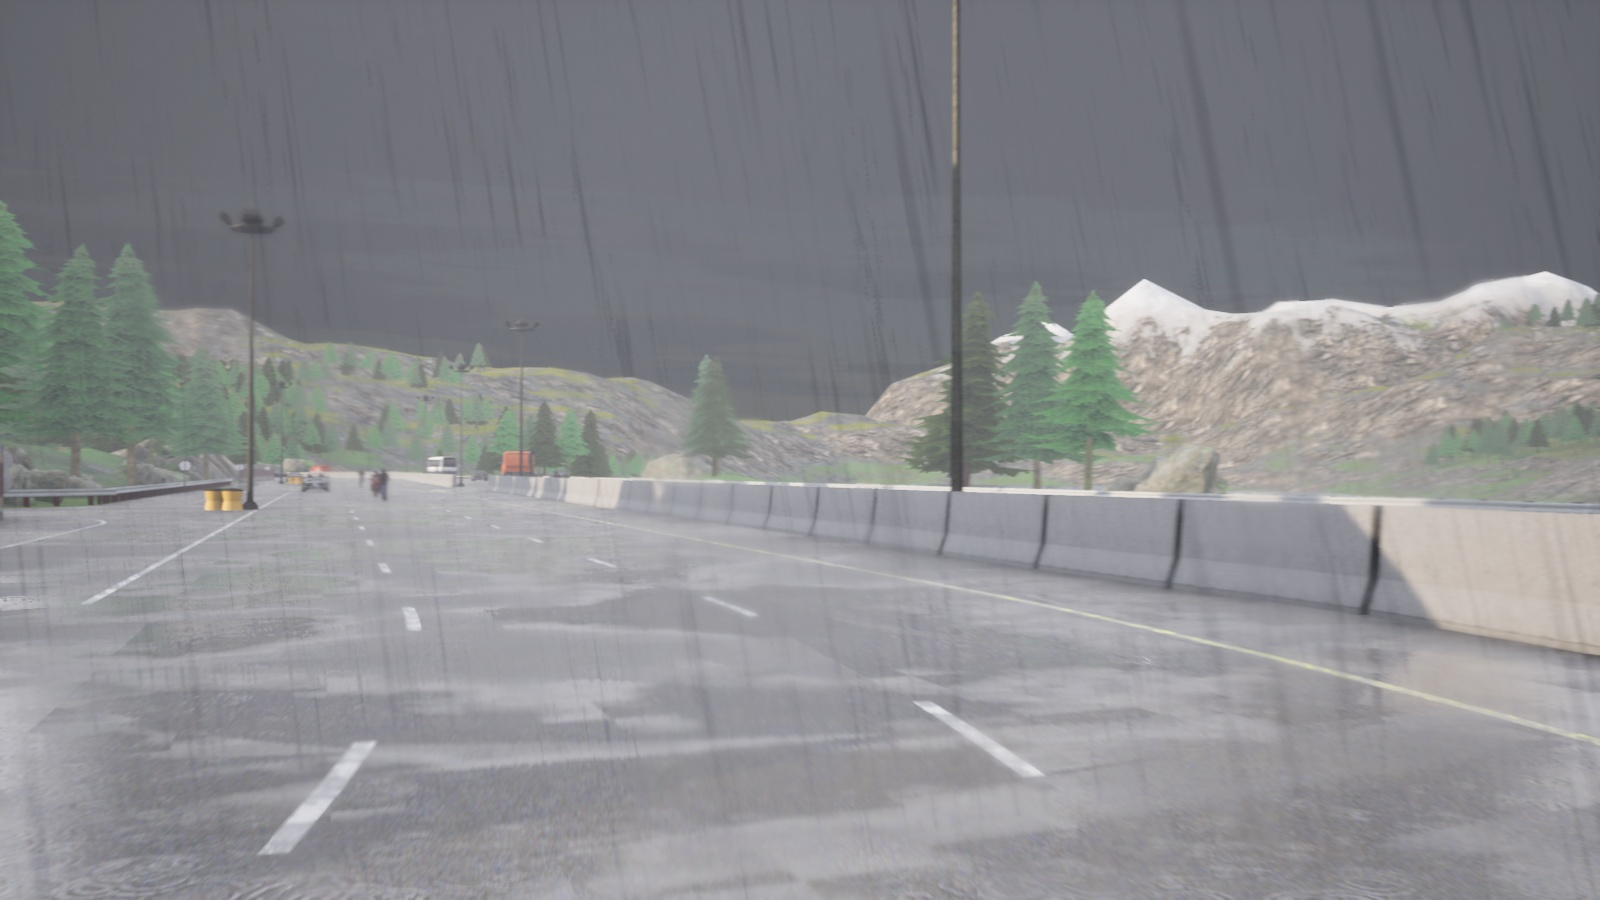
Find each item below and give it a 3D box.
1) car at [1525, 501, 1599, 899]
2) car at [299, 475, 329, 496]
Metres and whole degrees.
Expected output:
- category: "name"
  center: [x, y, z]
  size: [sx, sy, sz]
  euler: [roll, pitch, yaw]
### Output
- category: "car"
  center: [3.442, 0.847, 1.830]
  size: [1.812, 1.442, 4.674]
  euler: [0, -1, -4]
- category: "car"
  center: [-35.030, 2.530, 90.630]
  size: [1.970, 1.475, 3.806]
  euler: [0, -1, -21]
